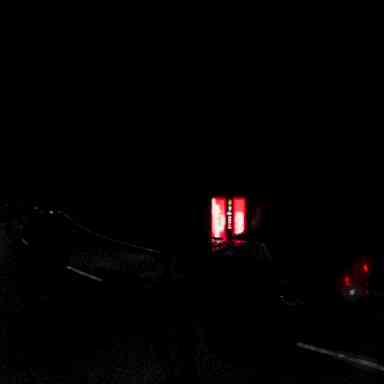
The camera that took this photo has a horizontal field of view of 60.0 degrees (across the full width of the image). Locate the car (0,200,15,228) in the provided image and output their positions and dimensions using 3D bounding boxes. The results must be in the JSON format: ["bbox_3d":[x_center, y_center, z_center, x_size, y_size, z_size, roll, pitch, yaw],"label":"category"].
[{"bbox_3d":[-12.761,1.478,21.572,1.882,1.535,5.008,0,0,-27],"label":"car"}]

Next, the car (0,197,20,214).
[{"bbox_3d":[-19.117,1.352,34.629,2.097,1.767,4.553,0,0,-26],"label":"car"}]

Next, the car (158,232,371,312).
[{"bbox_3d":[1.386,1.601,7.799,4.718,1.301,1.895,0,0,40],"label":"car"}]

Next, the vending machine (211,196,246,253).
[{"bbox_3d":[1.423,1.195,12.958,1.100,2.100,0.880,0,0,-43],"label":"vending machine"}]

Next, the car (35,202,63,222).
[{"bbox_3d":[-11.499,1.547,26.814,2.033,1.411,5.357,0,0,-26],"label":"car"}]
